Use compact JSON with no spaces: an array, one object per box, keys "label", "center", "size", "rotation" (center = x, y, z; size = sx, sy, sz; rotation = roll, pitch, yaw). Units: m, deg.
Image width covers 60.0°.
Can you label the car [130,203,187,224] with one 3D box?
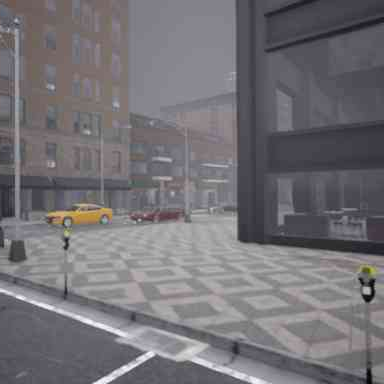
[{"label":"car","center":[-2.528,1.757,26.000],"size":[1.895,1.301,4.718],"rotation":[-1,-1,36]}]

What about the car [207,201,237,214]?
[{"label":"car","center":[3.683,1.801,40.032],"size":[2.128,1.511,4.902],"rotation":[-1,-1,36]}]

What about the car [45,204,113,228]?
[{"label":"car","center":[-8.009,1.622,23.864],"size":[1.882,1.535,5.008],"rotation":[-1,-1,36]}]
